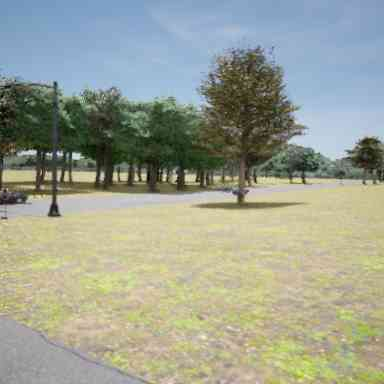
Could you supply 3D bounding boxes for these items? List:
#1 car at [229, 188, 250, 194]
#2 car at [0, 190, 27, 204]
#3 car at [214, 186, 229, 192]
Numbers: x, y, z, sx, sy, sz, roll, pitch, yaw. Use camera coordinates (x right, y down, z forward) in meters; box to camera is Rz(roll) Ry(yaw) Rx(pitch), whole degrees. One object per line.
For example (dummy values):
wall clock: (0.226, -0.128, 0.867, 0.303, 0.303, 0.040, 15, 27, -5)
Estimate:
car: (9.618, -0.171, 64.859, 1.895, 1.301, 4.718, 4, 4, 31)
car: (-19.951, 0.630, 34.916, 1.837, 1.490, 4.892, 4, 6, 35)
car: (6.648, -0.677, 72.006, 1.895, 1.301, 4.718, 4, 4, 35)
